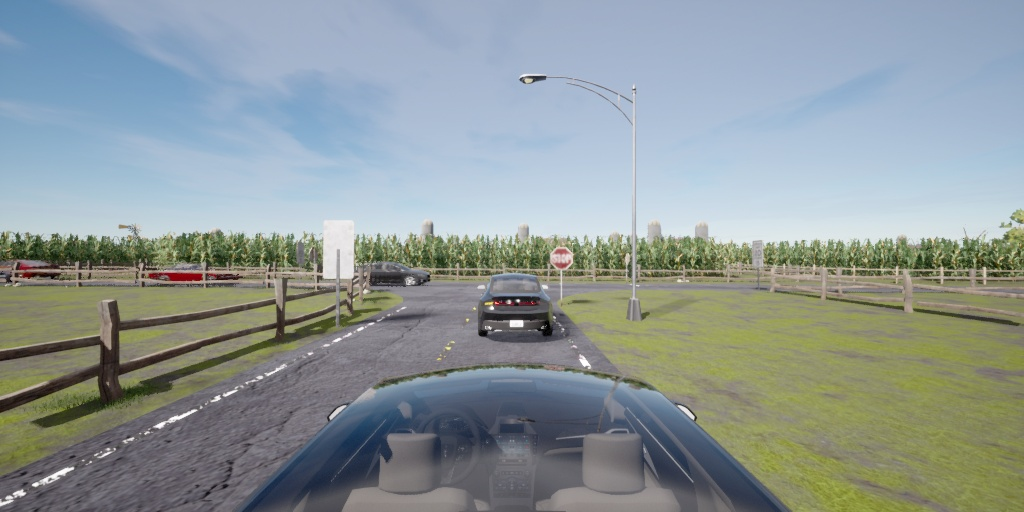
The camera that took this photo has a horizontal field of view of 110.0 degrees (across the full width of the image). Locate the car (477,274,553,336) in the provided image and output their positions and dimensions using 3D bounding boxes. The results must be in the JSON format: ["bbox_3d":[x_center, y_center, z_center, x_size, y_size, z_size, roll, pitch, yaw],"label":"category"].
[{"bbox_3d":[0.041,1.257,10.383,1.837,1.490,4.892,0,0,-1],"label":"car"}]

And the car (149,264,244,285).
[{"bbox_3d":[-20.219,1.198,23.156,4.718,1.301,1.895,0,-1,0],"label":"car"}]

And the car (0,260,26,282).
[{"bbox_3d":[-35.232,1.027,23.211,4.674,1.442,1.812,1,-1,0],"label":"car"}]

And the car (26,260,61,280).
[{"bbox_3d":[-36.223,1.022,26.155,5.008,1.535,1.882,0,-1,0],"label":"car"}]

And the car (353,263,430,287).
[{"bbox_3d":[-7.770,1.191,23.122,4.892,1.490,1.837,0,-1,0],"label":"car"}]
